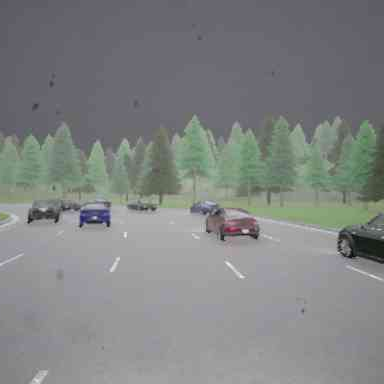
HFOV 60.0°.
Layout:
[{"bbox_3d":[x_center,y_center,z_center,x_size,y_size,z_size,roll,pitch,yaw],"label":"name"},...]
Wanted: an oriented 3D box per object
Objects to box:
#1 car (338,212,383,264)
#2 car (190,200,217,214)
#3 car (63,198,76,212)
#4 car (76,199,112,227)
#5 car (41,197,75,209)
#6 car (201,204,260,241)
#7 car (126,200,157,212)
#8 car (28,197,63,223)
[{"bbox_3d":[6.335,1.352,9.923,2.097,1.767,4.553,0,0,-6],"label":"car"},{"bbox_3d":[1.296,1.526,32.397,1.812,1.442,4.674,0,0,-22],"label":"car"},{"bbox_3d":[-14.336,1.601,37.537,1.895,1.301,4.718,0,0,-40],"label":"car"},{"bbox_3d":[-6.665,1.478,22.911,1.882,1.535,5.008,0,0,-15],"label":"car"},{"bbox_3d":[-18.678,1.492,46.207,4.902,1.511,2.128,0,0,35],"label":"car"},{"bbox_3d":[1.916,1.526,16.695,1.812,1.442,4.674,0,0,-10],"label":"car"},{"bbox_3d":[-5.879,1.601,38.271,1.895,1.301,4.718,0,0,-33],"label":"car"},{"bbox_3d":[-11.333,1.351,25.722,2.097,1.767,4.553,0,0,-20],"label":"car"}]
